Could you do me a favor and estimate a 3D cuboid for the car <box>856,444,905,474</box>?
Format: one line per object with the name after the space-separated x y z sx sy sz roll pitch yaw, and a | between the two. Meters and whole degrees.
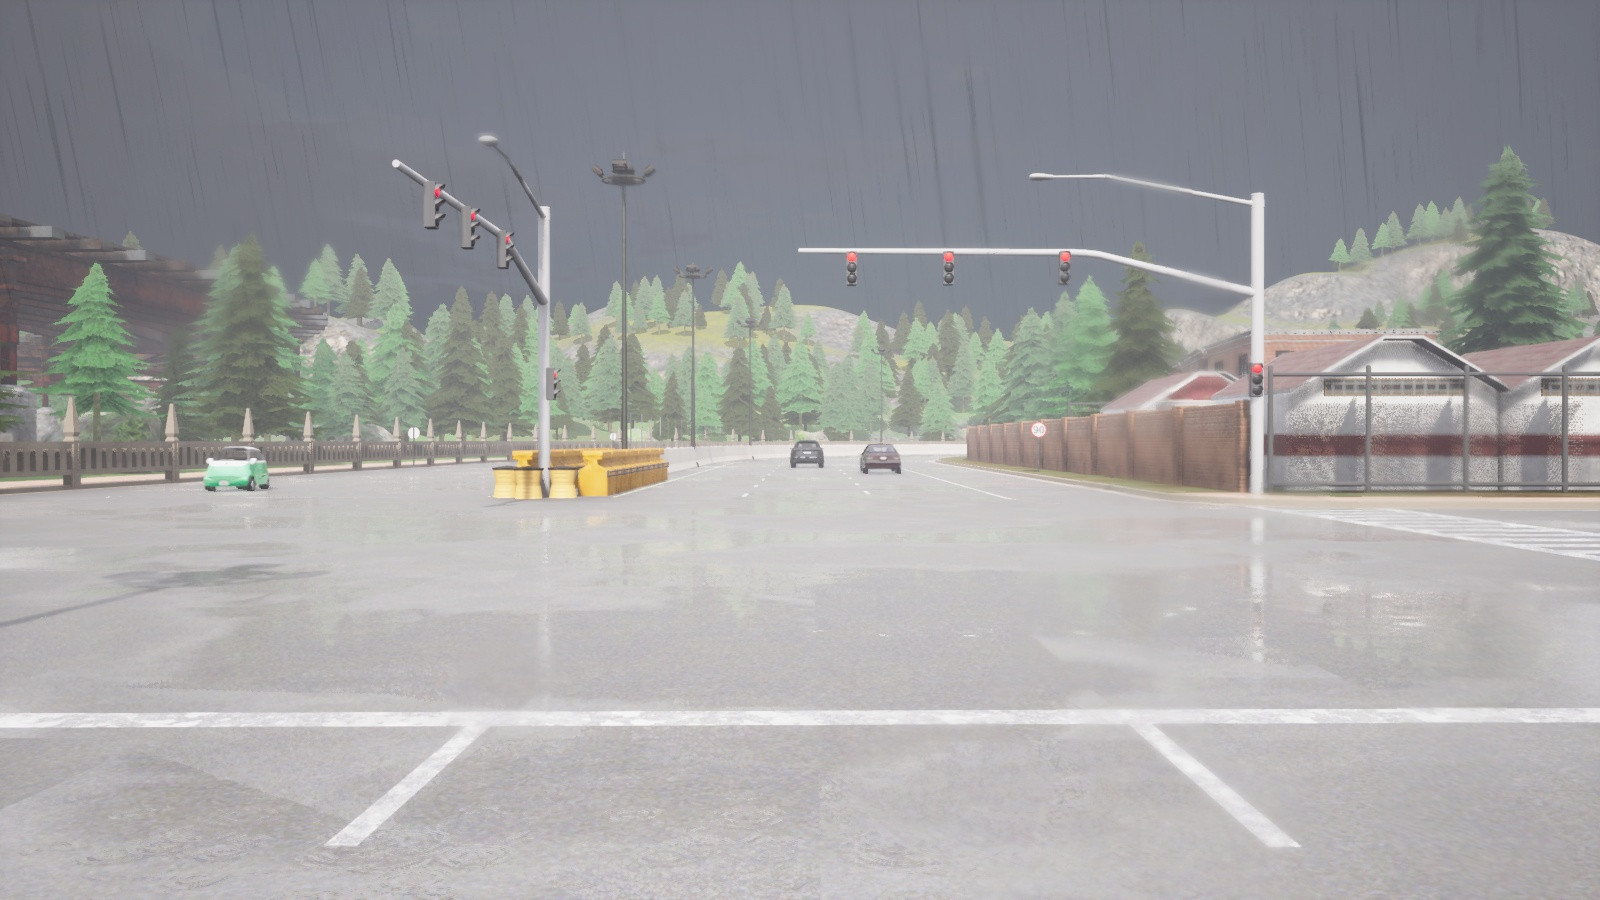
3.855 0.405 60.827 2.033 1.411 5.357 0 0 0 | car

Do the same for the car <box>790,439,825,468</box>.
0.433 0.194 74.790 2.033 1.649 4.856 0 0 0 | car

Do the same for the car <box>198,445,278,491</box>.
-17.269 0.541 38.658 1.481 1.376 2.207 0 0 0 | car
